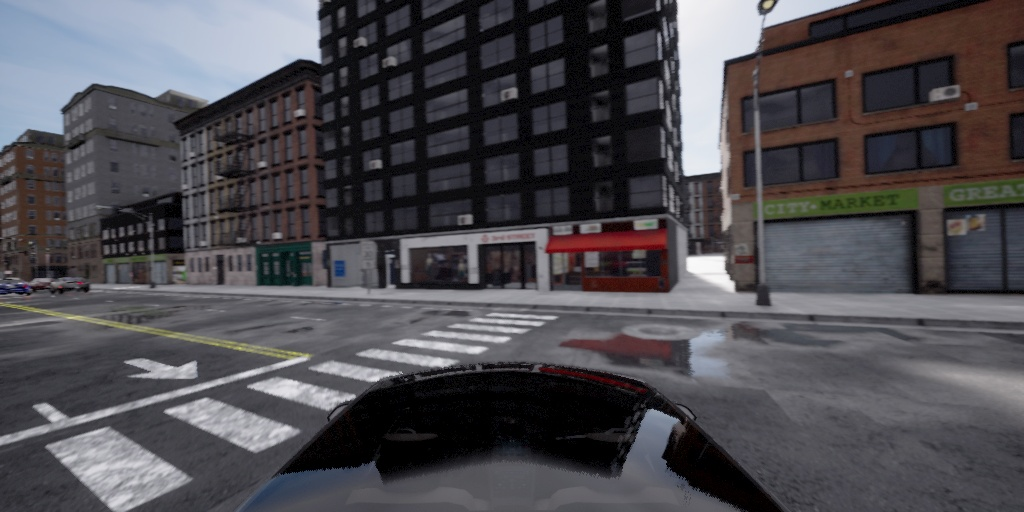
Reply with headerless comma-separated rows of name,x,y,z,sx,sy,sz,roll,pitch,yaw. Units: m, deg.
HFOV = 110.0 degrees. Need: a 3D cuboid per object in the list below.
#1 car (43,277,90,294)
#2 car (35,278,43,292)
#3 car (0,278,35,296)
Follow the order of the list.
car,-42.421,2.813,34.407,4.902,1.511,2.128,-2,0,29
car,-51.477,3.181,39.430,4.674,1.442,1.812,-2,0,29
car,-46.051,2.811,32.699,4.553,1.767,2.097,-2,0,29
